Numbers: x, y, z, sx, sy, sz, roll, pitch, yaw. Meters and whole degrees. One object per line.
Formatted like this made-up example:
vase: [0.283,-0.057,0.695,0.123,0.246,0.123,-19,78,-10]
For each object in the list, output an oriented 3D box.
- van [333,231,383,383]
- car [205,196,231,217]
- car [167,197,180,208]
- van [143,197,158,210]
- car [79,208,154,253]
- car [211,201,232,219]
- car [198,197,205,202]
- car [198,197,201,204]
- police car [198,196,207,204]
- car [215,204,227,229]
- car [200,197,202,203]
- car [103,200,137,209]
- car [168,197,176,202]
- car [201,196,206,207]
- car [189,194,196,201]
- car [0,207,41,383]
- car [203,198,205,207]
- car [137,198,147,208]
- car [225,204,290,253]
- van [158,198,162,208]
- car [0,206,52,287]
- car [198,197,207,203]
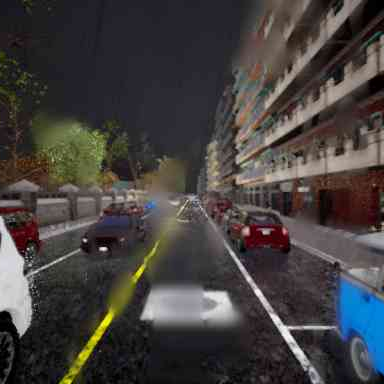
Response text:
van: [2.693,1.355,2.783,1.690,1.788,3.998,0,0,0]
car: [2.702,1.470,30.933,2.192,1.841,5.009,0,0,0]
car: [-3.042,1.893,54.613,1.895,1.301,4.718,0,0,1]
van: [-5.676,1.559,42.197,1.690,1.788,3.998,0,0,0]
car: [-3.082,1.616,14.242,2.033,1.411,5.357,0,0,0]
car: [2.699,1.670,25.302,1.887,1.381,4.507,0,0,0]
car: [2.721,2.089,92.864,1.887,1.381,4.507,0,0,0]
car: [2.710,1.636,59.083,2.192,1.841,5.009,0,0,0]
police car: [2.390,1.850,74.903,1.930,1.638,5.238,0,0,0]
car: [2.697,1.647,19.672,2.008,1.369,4.403,0,0,0]
car: [2.708,1.867,53.453,1.802,1.307,4.206,0,0,0]
car: [-5.681,1.565,25.306,1.967,1.590,4.097,0,0,0]
car: [-5.659,2.110,92.868,1.947,1.339,4.313,0,0,0]
car: [2.707,1.691,47.822,1.967,1.590,4.097,0,0,0]
car: [0.032,1.891,94.161,1.812,1.442,4.674,0,0,0]
car: [-3.091,1.231,1.999,2.150,2.045,5.566,0,0,-1]
car: [2.704,1.762,42.193,1.887,1.381,4.507,0,0,0]
car: [-5.678,1.595,30.936,1.967,1.590,4.097,0,0,0]
car: [2.696,1.508,14.043,1.967,1.590,4.097,0,0,0]
van: [-5.673,1.592,47.826,1.690,1.788,3.998,0,0,0]
car: [-5.686,1.355,8.416,2.192,1.841,5.009,0,0,0]
car: [2.719,2.057,87.234,2.008,1.369,4.403,0,0,0]
